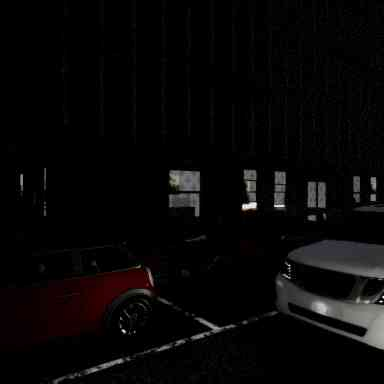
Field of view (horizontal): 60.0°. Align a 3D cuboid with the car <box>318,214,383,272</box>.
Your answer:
[{"bbox_3d":[6.452,1.561,11.316,4.313,1.339,1.947,0,0,-35],"label":"car"}]

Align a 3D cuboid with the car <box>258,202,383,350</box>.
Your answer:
[{"bbox_3d":[4.000,1.220,6.108,5.566,2.045,2.150,0,0,-36],"label":"car"}]

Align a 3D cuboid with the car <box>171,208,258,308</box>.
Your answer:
[{"bbox_3d":[1.920,1.314,8.092,5.009,1.841,2.192,0,0,-35],"label":"car"}]

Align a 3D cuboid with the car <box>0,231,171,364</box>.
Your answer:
[{"bbox_3d":[-2.610,1.440,4.872,4.097,1.590,1.967,0,0,-35],"label":"car"}]
